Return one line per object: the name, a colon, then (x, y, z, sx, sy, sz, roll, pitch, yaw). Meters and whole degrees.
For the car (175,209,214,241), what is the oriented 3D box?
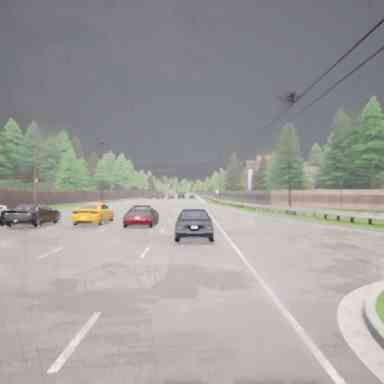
car: (0.105, 1.561, 16.714, 2.033, 1.411, 5.357, 0, 0, 0)

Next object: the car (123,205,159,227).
car: (-3.393, 1.583, 22.688, 1.994, 1.385, 4.181, 0, 0, 0)

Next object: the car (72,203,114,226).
car: (-6.892, 1.497, 23.635, 1.882, 1.535, 5.008, 0, 0, 0)

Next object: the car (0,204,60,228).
car: (-10.393, 1.510, 22.055, 2.128, 1.511, 4.902, 0, 0, 0)
